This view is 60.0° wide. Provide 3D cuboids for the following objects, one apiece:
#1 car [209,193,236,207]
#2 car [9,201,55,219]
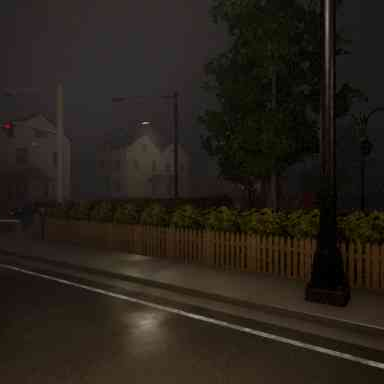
[{"bbox_3d":[4.354,1.221,48.768,2.150,2.045,5.566,0,0,35],"label":"car"},{"bbox_3d":[-13.607,1.526,29.386,1.812,1.442,4.674,0,0,35],"label":"car"}]
